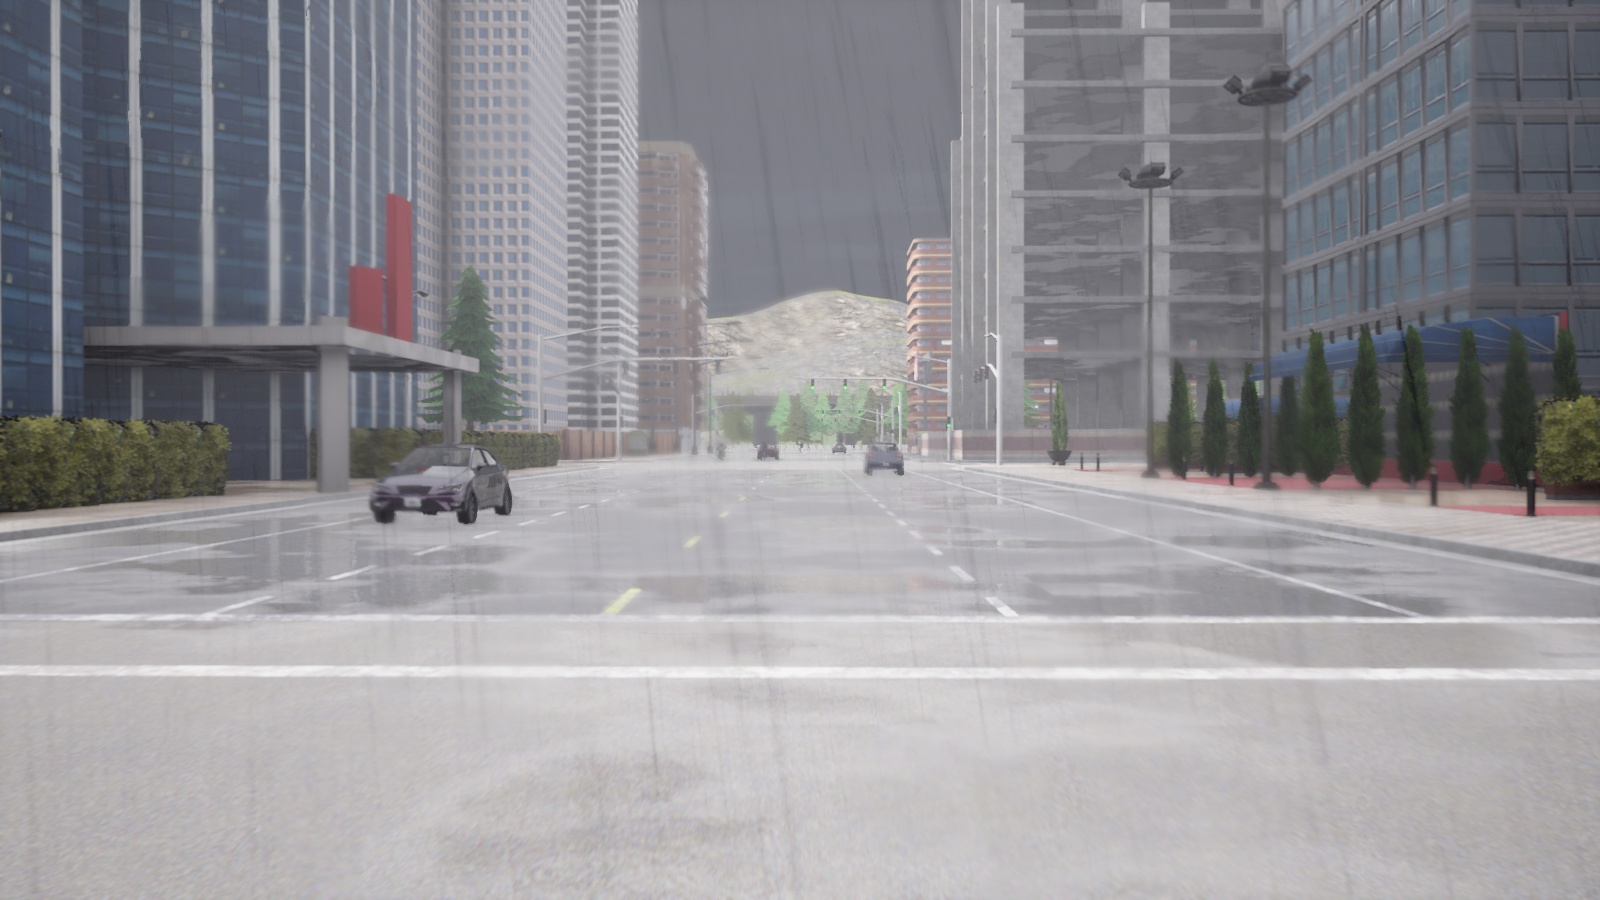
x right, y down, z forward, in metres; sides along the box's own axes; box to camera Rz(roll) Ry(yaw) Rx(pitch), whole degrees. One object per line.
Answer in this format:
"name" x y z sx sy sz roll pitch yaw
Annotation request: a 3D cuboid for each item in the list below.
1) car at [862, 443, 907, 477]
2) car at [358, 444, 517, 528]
"car" 3.849 0.437 57.893 1.845 1.501 3.633 0 0 0
"car" -6.846 0.618 24.173 1.816 1.474 4.193 0 0 0
